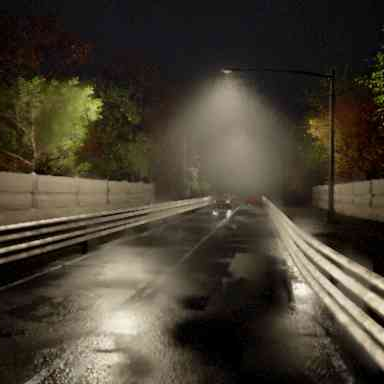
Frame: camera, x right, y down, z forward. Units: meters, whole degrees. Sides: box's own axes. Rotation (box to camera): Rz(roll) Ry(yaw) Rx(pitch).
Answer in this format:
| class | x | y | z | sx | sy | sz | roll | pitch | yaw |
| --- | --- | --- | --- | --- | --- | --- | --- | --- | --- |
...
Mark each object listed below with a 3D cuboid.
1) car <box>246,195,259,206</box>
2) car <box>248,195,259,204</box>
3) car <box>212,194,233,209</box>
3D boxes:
| class | x | y | z | sx | sy | sz | roll | pitch | yaw |
| --- | --- | --- | --- | --- | --- | --- | --- | --- | --- |
| car | 8.925 | 1.212 | 49.079 | 1.882 | 1.535 | 5.008 | 0 | 0 | 11 |
| car | 10.916 | 1.287 | 59.198 | 1.812 | 1.442 | 4.674 | 0 | 0 | 11 |
| car | 3.691 | 1.077 | 39.749 | 2.097 | 1.767 | 4.553 | 0 | 0 | 11 |
